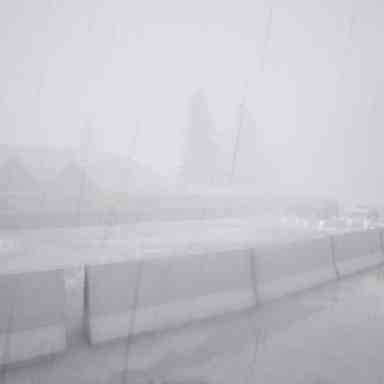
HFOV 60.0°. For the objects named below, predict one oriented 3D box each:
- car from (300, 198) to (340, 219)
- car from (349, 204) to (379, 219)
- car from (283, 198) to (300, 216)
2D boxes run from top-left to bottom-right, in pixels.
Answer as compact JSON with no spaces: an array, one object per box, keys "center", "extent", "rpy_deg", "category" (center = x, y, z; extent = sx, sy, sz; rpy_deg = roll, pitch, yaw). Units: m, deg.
[{"center":[13.906,1.683,35.309],"extent":[2.150,2.045,5.566],"rpy_deg":[0,-1,42],"category":"car"},{"center":[17.740,1.982,34.359],"extent":[1.812,1.442,4.674],"rpy_deg":[0,-1,42],"category":"car"},{"center":[12.800,1.734,39.324],"extent":[2.150,2.045,5.566],"rpy_deg":[0,-1,42],"category":"car"}]
